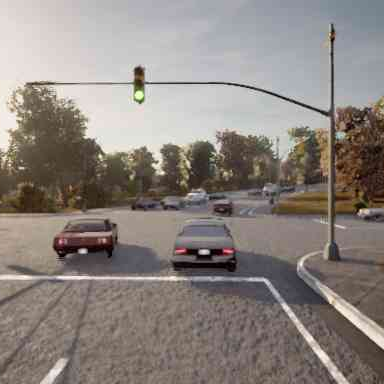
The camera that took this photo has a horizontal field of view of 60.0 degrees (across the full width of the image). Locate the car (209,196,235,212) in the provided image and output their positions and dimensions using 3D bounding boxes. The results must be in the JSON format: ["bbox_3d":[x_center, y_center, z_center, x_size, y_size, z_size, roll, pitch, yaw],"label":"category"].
[{"bbox_3d":[3.362,1.503,34.392,1.882,1.535,5.008,0,0,12],"label":"car"}]

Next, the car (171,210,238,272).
[{"bbox_3d":[0.416,1.557,10.857,2.033,1.411,5.357,0,0,2],"label":"car"}]

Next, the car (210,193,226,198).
[{"bbox_3d":[4.618,0.854,60.608,1.895,1.301,4.718,0,3,25],"label":"car"}]

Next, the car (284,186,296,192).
[{"bbox_3d":[22.314,-0.626,76.877,1.895,1.301,4.718,0,3,37],"label":"car"}]

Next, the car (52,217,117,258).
[{"bbox_3d":[-3.907,1.611,12.868,1.895,1.301,4.718,0,0,-10],"label":"car"}]

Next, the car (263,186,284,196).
[{"bbox_3d":[16.681,0.080,68.395,1.895,1.301,4.718,0,3,32],"label":"car"}]

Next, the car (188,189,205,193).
[{"bbox_3d":[0.795,0.559,60.615,2.150,2.045,5.566,0,3,22],"label":"car"}]

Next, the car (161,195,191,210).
[{"bbox_3d":[-2.098,1.505,42.350,2.033,1.411,5.357,0,1,14],"label":"car"}]

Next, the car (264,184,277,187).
[{"bbox_3d":[18.685,-0.969,77.828,2.150,2.045,5.566,0,3,37],"label":"car"}]

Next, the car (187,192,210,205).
[{"bbox_3d":[0.818,1.238,51.317,1.812,1.442,4.674,0,2,20],"label":"car"}]

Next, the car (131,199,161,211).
[{"bbox_3d":[-5.918,1.585,41.526,1.895,1.301,4.718,0,1,15],"label":"car"}]

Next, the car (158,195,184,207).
[{"bbox_3d":[-3.107,1.321,50.743,2.033,1.411,5.357,0,2,19],"label":"car"}]

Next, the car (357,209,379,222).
[{"bbox_3d":[15.537,1.576,25.839,4.718,1.301,1.895,-1,0,3],"label":"car"}]

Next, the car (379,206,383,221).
[{"bbox_3d":[15.662,1.568,22.330,4.718,1.301,1.895,-1,0,3],"label":"car"}]

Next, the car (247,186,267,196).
[{"bbox_3d":[13.127,0.074,69.265,2.128,1.511,4.902,0,3,32],"label":"car"}]
